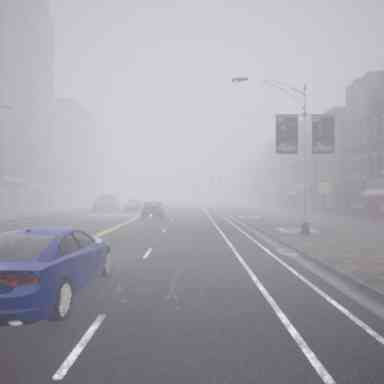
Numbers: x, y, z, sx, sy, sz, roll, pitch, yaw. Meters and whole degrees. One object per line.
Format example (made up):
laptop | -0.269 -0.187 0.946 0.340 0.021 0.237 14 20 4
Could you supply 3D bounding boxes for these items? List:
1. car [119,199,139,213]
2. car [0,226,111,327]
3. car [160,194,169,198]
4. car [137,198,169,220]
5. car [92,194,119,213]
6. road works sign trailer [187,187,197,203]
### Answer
car | -6.579 1.529 38.054 1.882 1.535 5.008 0 0 0
car | -3.149 1.477 7.228 1.882 1.535 5.008 0 0 0
car | -6.480 1.311 78.476 1.837 1.490 4.892 0 0 0
car | -3.144 1.532 27.959 1.837 1.490 4.892 0 0 0
car | -9.829 1.274 38.485 2.150 2.045 5.566 0 0 0
road works sign trailer | 0.020 0.655 77.267 2.380 3.560 2.880 0 0 0
